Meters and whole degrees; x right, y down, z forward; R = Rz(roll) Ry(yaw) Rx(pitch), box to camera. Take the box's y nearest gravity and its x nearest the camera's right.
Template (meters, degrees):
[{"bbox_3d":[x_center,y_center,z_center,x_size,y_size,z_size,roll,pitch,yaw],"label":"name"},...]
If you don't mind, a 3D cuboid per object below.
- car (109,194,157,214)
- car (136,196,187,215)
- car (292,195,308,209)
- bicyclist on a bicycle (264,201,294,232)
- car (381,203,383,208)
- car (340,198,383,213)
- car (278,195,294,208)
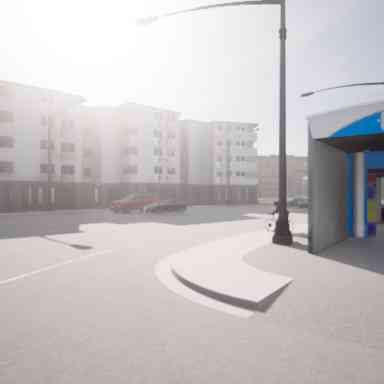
[{"bbox_3d":[-5.912,1.204,35.203,5.566,2.045,2.150,0,0,-43],"label":"car"},{"bbox_3d":[-2.700,1.476,33.346,4.902,1.511,2.128,0,0,-42],"label":"car"},{"bbox_3d":[16.288,1.508,44.290,4.892,1.490,1.837,0,0,-18],"label":"car"},{"bbox_3d":[4.528,1.296,17.352,1.656,1.620,0.582,0,0,38],"label":"bicyclist on a bicycle"},{"bbox_3d":[22.156,1.599,34.931,4.718,1.301,1.895,0,0,-18],"label":"car"},{"bbox_3d":[19.455,1.473,37.687,5.008,1.535,1.882,0,0,-19],"label":"car"},{"bbox_3d":[14.481,1.515,47.354,4.674,1.442,1.812,0,0,-19],"label":"car"}]
